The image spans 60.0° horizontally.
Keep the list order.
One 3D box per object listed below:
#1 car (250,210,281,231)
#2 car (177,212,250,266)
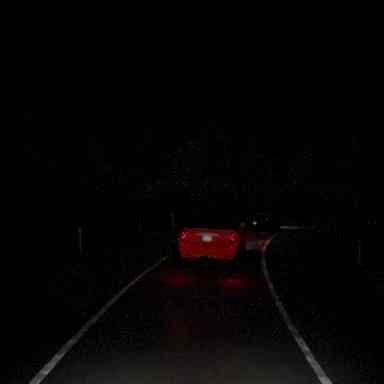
[{"bbox_3d":[5.532,2.121,25.682,1.812,1.442,4.674,1,-2,28],"label":"car"},{"bbox_3d":[0.915,1.532,12.534,2.097,1.767,4.553,1,-1,12],"label":"car"}]
